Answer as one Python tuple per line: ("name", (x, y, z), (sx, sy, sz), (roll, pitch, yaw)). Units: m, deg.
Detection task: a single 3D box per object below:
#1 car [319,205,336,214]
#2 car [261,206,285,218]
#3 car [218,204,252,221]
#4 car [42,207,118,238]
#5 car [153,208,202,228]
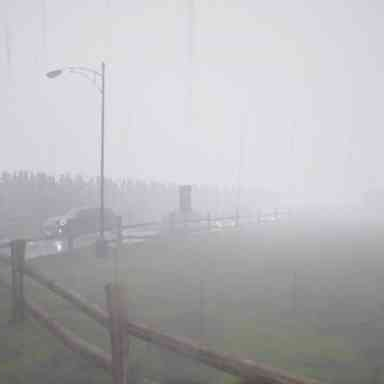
("car", (22.262, 2.813, 54.568), (1.882, 1.535, 5.008), (-1, -2, 36))
("car", (10.656, 2.527, 43.430), (1.812, 1.442, 4.674), (-1, -2, 35))
("car", (4.593, 2.118, 35.162), (2.097, 1.767, 4.553), (-1, -2, 36))
("car", (-6.476, 1.680, 19.786), (2.097, 1.767, 4.553), (-1, -2, 34))
("car", (-1.108, 2.034, 27.294), (2.128, 1.511, 4.902), (-1, -2, 36))
